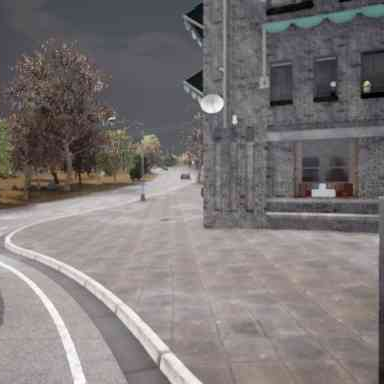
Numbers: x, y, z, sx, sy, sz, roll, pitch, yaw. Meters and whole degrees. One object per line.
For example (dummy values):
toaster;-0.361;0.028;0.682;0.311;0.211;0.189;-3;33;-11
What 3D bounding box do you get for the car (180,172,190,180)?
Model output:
car;-1.335;-3.315;67.575;2.128;1.511;4.902;0;5;1
